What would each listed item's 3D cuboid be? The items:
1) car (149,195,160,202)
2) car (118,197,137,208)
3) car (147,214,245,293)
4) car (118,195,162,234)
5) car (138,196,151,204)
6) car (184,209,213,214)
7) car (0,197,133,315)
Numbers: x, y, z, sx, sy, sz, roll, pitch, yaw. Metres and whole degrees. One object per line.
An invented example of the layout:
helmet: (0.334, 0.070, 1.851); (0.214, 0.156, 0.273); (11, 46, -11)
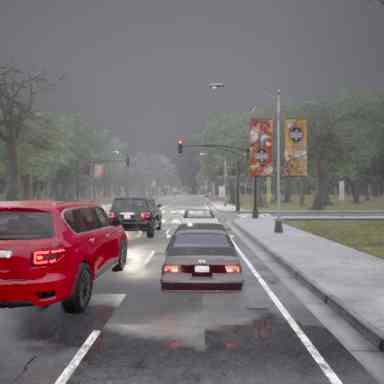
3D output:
car: (-8.849, 1.550, 78.630); (1.837, 1.490, 4.892); (0, 0, 1)
car: (-9.276, 1.553, 48.160); (1.812, 1.442, 4.674); (0, 0, 1)
car: (0.228, 1.548, 8.987); (2.033, 1.411, 5.357); (0, 0, 1)
car: (-2.919, 1.226, 17.831); (2.150, 2.045, 5.566); (0, 0, 1)
car: (-9.064, 1.569, 63.548); (1.812, 1.442, 4.674); (0, 0, 1)
car: (0.339, 1.605, 18.639); (1.895, 1.301, 4.718); (0, 0, -2)
car: (-3.031, 1.216, 7.705); (2.150, 2.045, 5.566); (0, -1, 0)
